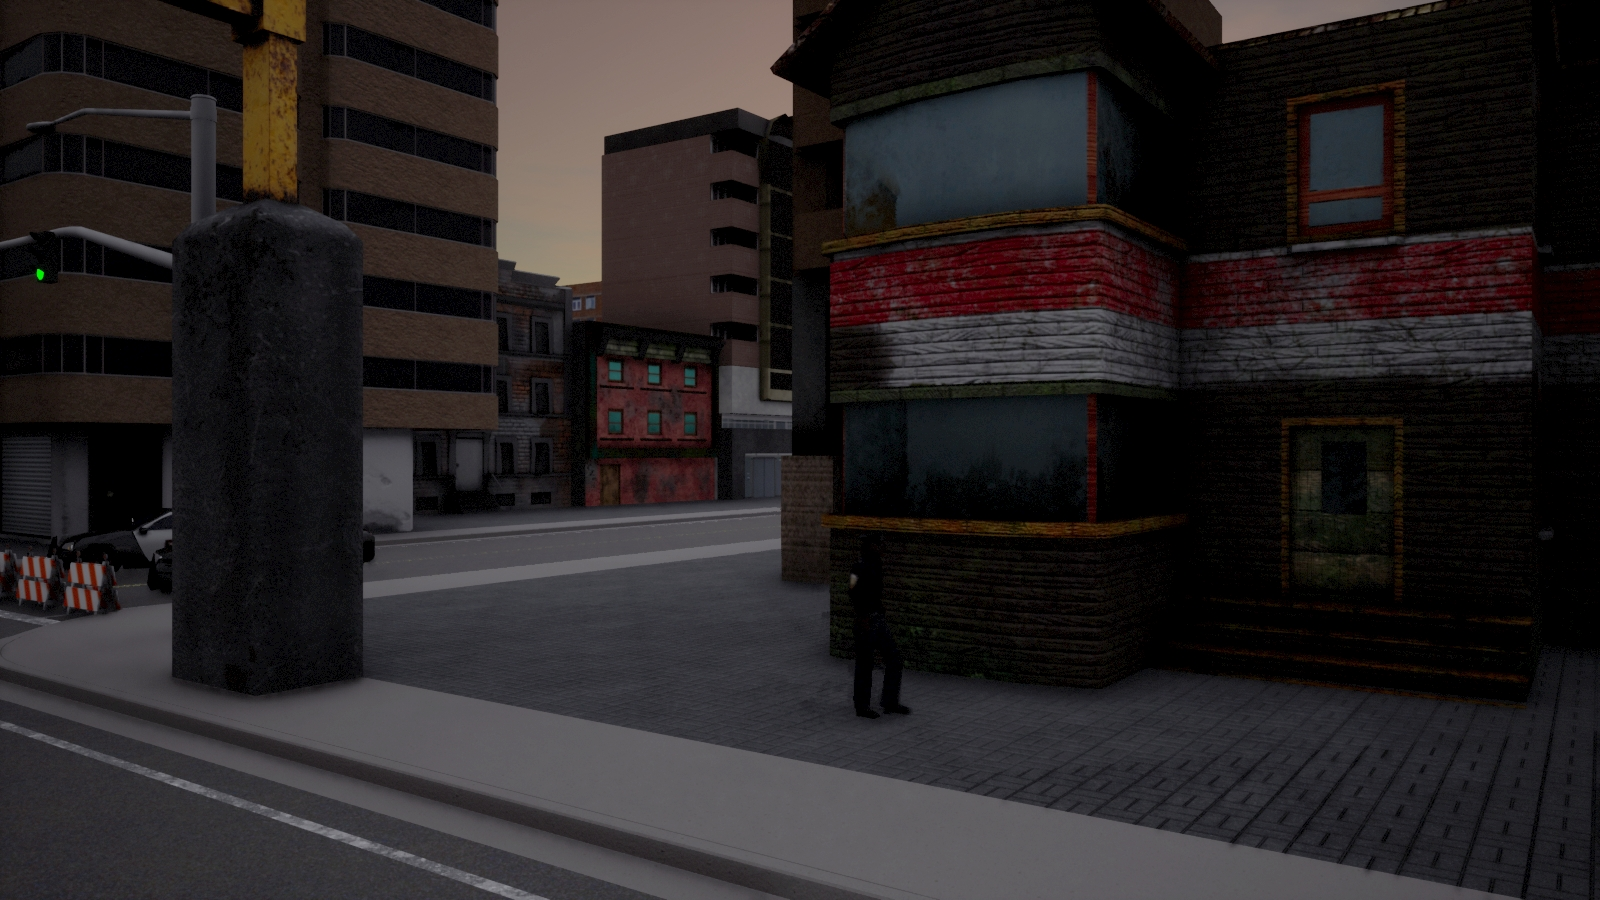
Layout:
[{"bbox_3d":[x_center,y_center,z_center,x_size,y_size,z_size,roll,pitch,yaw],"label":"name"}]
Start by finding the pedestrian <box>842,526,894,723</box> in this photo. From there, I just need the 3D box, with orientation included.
[{"bbox_3d":[0.673,1.698,11.255,0.375,1.860,0.375,0,0,34],"label":"pedestrian"}]
